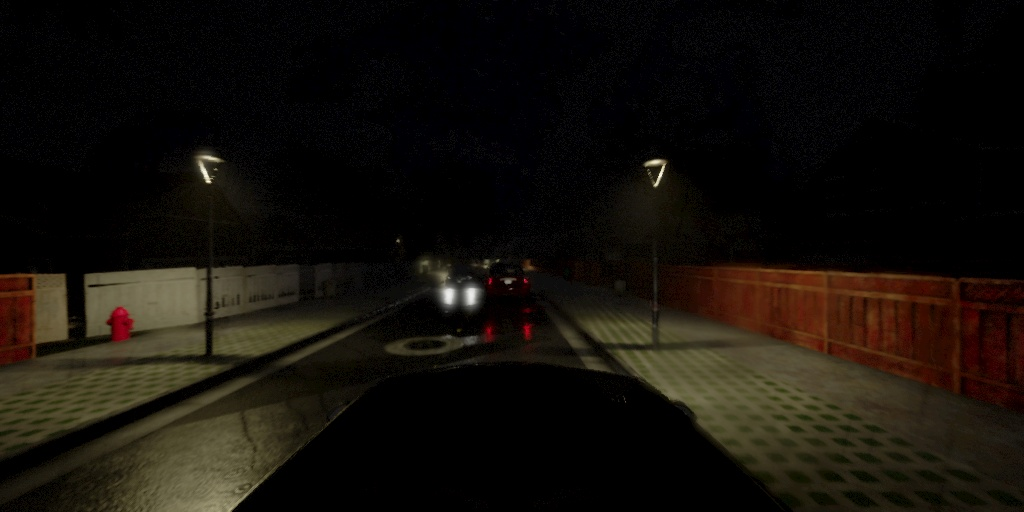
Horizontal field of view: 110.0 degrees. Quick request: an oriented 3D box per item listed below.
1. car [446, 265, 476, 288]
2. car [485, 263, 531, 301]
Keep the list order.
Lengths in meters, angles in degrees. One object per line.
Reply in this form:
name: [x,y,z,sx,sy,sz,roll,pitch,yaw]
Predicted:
car: [-3.499,1.392,25.326,1.812,1.442,4.674,0,0,-3]
car: [-0.239,1.176,17.889,2.097,1.767,4.553,0,0,-2]
